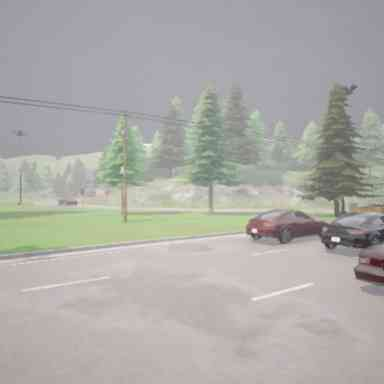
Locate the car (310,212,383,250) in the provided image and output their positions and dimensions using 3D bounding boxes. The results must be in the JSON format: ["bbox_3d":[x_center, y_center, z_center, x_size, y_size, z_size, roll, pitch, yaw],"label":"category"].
[{"bbox_3d":[6.929,1.516,13.028,4.674,1.442,1.812,0,0,-35],"label":"car"}]

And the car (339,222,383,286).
[{"bbox_3d":[6.154,1.540,8.208,5.357,1.411,2.033,0,0,-35],"label":"car"}]

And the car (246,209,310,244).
[{"bbox_3d":[4.574,1.516,15.644,4.674,1.442,1.812,0,0,-35],"label":"car"}]

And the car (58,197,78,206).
[{"bbox_3d":[-19.797,1.467,53.044,1.882,1.535,5.008,0,0,-39],"label":"car"}]
